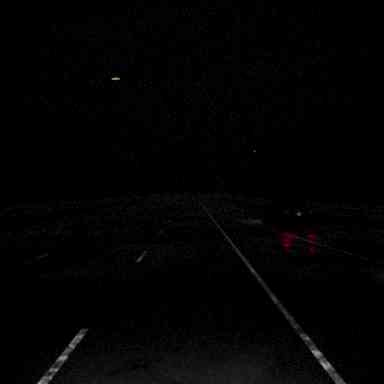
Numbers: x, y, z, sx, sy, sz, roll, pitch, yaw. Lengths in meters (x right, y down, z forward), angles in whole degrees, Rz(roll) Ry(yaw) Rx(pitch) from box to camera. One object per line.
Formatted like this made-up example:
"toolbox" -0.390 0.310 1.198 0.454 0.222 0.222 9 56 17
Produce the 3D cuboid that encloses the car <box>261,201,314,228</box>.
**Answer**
"car" 6.226 1.371 22.298 2.097 1.767 4.553 0 0 -8
